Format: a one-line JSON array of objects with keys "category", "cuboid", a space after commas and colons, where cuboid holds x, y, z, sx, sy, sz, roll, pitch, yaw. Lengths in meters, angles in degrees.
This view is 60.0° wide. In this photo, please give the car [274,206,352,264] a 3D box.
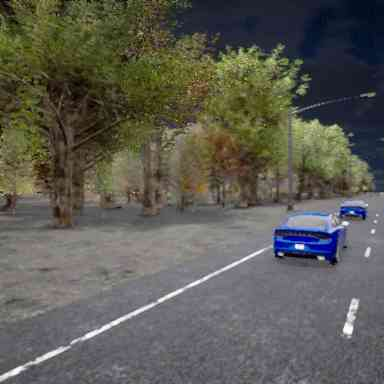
[{"category": "car", "cuboid": [4.421, 1.466, 11.973, 1.882, 1.535, 5.008, 0, 0, 30]}]

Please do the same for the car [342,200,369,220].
[{"category": "car", "cuboid": [13.721, 1.441, 28.105, 1.882, 1.535, 5.008, 0, 0, 30]}]
